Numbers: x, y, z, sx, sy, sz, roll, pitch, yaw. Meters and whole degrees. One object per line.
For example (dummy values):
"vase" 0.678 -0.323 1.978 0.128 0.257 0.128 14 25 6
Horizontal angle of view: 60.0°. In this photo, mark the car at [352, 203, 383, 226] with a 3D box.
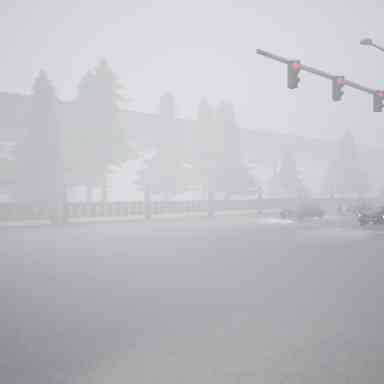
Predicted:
"car" 12.796 1.573 21.718 4.718 1.301 1.895 0 0 -36

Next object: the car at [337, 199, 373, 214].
"car" 16.302 1.452 32.813 4.902 1.511 2.128 0 0 -36

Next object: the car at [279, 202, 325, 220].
"car" 9.208 1.535 27.755 4.181 1.385 1.994 0 0 -35
